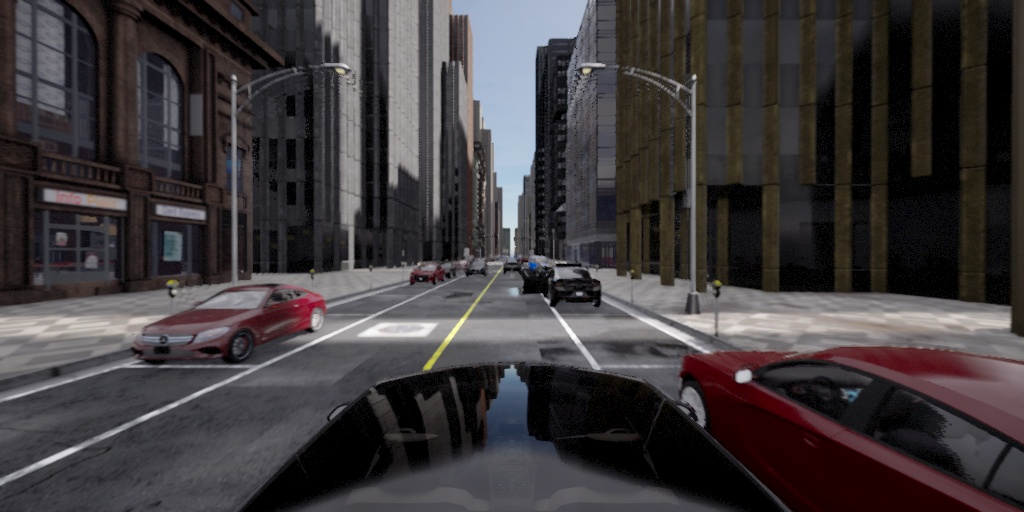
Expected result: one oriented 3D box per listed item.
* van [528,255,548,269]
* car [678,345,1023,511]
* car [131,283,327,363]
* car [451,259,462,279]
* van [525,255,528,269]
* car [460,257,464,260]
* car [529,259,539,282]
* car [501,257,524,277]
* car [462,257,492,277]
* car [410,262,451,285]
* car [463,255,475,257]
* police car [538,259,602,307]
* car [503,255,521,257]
[{"bbox_3d":[2.771,0.924,36.109,1.690,1.789,3.998,0,0,0],"label":"van"},{"bbox_3d":[2.763,1.292,2.396,1.888,1.381,4.507,0,0,0],"label":"car"},{"bbox_3d":[-5.761,1.301,8.002,1.802,1.307,4.207,0,0,0],"label":"car"},{"bbox_3d":[-5.756,1.175,30.475,1.948,1.339,4.313,0,0,0],"label":"car"},{"bbox_3d":[2.772,0.897,41.727,1.690,1.789,3.998,0,0,0],"label":"van"},{"bbox_3d":[-5.753,1.138,41.711,1.802,1.307,4.207,0,0,0],"label":"car"},{"bbox_3d":[2.769,1.160,30.490,2.007,1.370,4.403,0,0,0],"label":"car"},{"bbox_3d":[0.043,1.078,37.750,1.837,1.490,4.892,0,0,1],"label":"car"},{"bbox_3d":[-3.085,1.105,32.541,1.837,1.490,4.892,0,0,0],"label":"car"},{"bbox_3d":[-5.757,1.181,24.856,1.888,1.381,4.507,0,0,0],"label":"car"},{"bbox_3d":[-5.752,0.845,47.329,2.192,1.841,5.009,0,0,0],"label":"car"},{"bbox_3d":[2.370,1.109,15.181,1.930,1.638,5.238,0,0,0],"label":"police car"},{"bbox_3d":[0.029,0.984,52.415,1.882,1.535,5.008,0,1,0],"label":"car"}]
